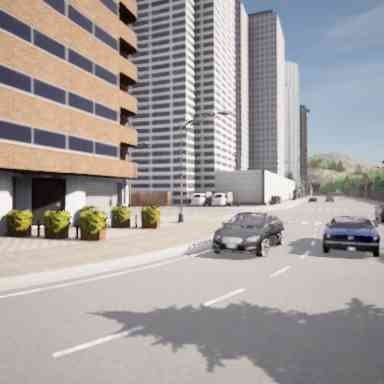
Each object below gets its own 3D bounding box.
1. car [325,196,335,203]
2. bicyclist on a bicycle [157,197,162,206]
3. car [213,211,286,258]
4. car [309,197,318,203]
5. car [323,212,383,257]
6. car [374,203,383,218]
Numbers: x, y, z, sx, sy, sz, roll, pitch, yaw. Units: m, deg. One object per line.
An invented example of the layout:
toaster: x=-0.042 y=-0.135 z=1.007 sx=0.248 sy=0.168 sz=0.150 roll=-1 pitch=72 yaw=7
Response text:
car: x=30.876 y=1.684 z=74.562 sx=1.837 sy=1.490 sz=4.892 roll=0 pitch=0 yaw=22
bicyclist on a bicycle: x=-5.108 y=1.625 z=52.924 sx=0.582 sy=1.620 sz=1.656 roll=0 pitch=0 yaw=22
car: x=2.435 y=1.543 z=13.287 sx=2.128 sy=1.511 sz=4.902 roll=0 pitch=0 yaw=27
car: x=27.610 y=1.802 z=75.818 sx=1.895 sy=1.301 sz=4.718 roll=0 pitch=0 yaw=22
car: x=6.347 y=1.631 z=13.277 sx=1.895 sy=1.301 sz=4.718 roll=0 pitch=0 yaw=26
car: x=15.434 y=1.568 z=25.708 sx=1.837 sy=1.490 sz=4.892 roll=-1 pitch=0 yaw=22
